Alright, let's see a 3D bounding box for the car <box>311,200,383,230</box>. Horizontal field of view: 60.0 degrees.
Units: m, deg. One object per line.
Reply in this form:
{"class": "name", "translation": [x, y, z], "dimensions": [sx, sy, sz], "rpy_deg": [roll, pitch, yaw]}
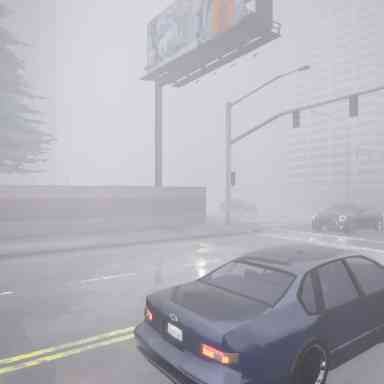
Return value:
{"class": "car", "translation": [8.809, 1.352, 18.839], "dimensions": [4.553, 1.767, 2.097], "rpy_deg": [0, 0, -35]}

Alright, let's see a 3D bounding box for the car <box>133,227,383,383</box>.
{"class": "car", "translation": [1.832, 1.547, 5.069], "dimensions": [5.357, 1.411, 2.033], "rpy_deg": [0, 0, -37]}

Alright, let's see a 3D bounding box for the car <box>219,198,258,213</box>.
{"class": "car", "translation": [5.092, 1.478, 36.865], "dimensions": [1.882, 1.535, 5.008], "rpy_deg": [0, 0, -35]}
